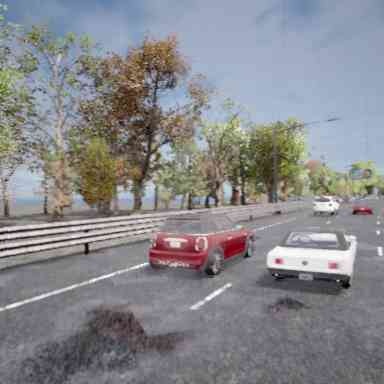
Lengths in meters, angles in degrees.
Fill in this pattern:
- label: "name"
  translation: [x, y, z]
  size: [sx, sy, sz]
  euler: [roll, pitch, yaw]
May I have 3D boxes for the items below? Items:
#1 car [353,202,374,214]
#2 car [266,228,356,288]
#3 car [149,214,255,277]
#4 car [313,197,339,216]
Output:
- label: "car"
  translation: [20.000, 1.836, 38.823]
  size: [1.994, 1.385, 4.181]
  euler: [-1, -1, 31]
- label: "car"
  translation: [3.669, 1.684, 9.639]
  size: [1.895, 1.301, 4.718]
  euler: [-1, -1, 28]
- label: "car"
  translation: [0.529, 1.500, 11.181]
  size: [2.097, 1.767, 4.553]
  euler: [-1, -1, 28]
- label: "car"
  translation: [15.111, 1.543, 37.446]
  size: [2.150, 2.045, 5.566]
  euler: [-1, -1, 31]
